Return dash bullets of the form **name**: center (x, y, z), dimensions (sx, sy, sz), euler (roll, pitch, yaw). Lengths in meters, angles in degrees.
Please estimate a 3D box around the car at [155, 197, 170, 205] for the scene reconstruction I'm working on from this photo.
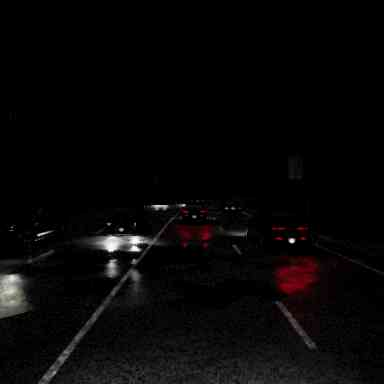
- **car**: center (-4.979, 1.537, 56.282), dimensions (1.994, 1.385, 4.181), euler (0, 0, 8)

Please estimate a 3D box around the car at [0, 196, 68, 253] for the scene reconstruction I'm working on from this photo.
- **car**: center (-7.089, 1.216, 13.974), dimensions (2.150, 2.045, 5.566), euler (0, 0, 0)

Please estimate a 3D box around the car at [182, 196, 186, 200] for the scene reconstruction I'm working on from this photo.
- **car**: center (-0.623, 1.467, 61.515), dimensions (2.128, 1.511, 4.902), euler (0, 0, 10)

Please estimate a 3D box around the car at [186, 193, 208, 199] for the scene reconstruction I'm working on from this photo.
- **car**: center (0.871, 1.206, 43.002), dimensions (2.150, 2.045, 5.566), euler (0, 0, 4)

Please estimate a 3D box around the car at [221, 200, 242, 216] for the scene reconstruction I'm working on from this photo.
- **car**: center (3.845, 1.536, 32.752), dimensions (2.033, 1.411, 5.357), euler (0, 0, 2)

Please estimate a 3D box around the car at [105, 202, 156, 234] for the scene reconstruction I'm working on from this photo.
- **car**: center (-3.574, 1.540, 19.512), dimensions (2.033, 1.411, 5.357), euler (0, 0, 0)

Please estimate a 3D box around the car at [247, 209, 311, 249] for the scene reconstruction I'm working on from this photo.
- **car**: center (3.608, 1.499, 14.423), dimensions (1.837, 1.490, 4.892), euler (0, 0, 0)

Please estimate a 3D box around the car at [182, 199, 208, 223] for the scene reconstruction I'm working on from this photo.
- **car**: center (0.193, 1.516, 25.134), dimensions (1.812, 1.442, 4.674), euler (0, 0, 1)
